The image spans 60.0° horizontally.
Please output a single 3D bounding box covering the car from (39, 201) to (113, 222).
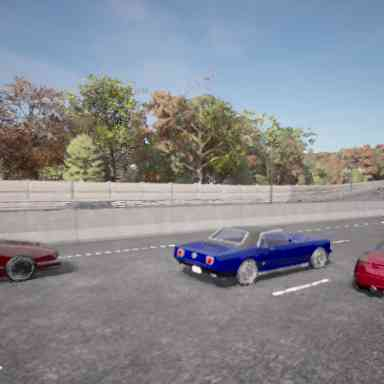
[{"bbox_3d":[-9.455,1.549,27.339,5.357,1.411,2.033,0,0,-35],"label":"car"}]

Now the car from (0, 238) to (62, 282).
[{"bbox_3d":[-6.087,1.547,8.005,5.357,1.411,2.033,0,0,-35],"label":"car"}]

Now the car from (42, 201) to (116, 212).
[{"bbox_3d":[-6.815,1.353,20.623,4.553,1.767,2.097,0,0,-35],"label":"car"}]

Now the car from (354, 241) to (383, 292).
[{"bbox_3d":[5.660,1.567,7.781,4.181,1.385,1.994,0,0,-35],"label":"car"}]

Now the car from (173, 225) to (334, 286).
[{"bbox_3d":[1.926,1.602,9.417,4.718,1.301,1.895,0,0,-35],"label":"car"}]

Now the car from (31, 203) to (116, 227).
[{"bbox_3d":[-8.393,1.548,23.798,5.357,1.411,2.033,0,0,-35],"label":"car"}]
